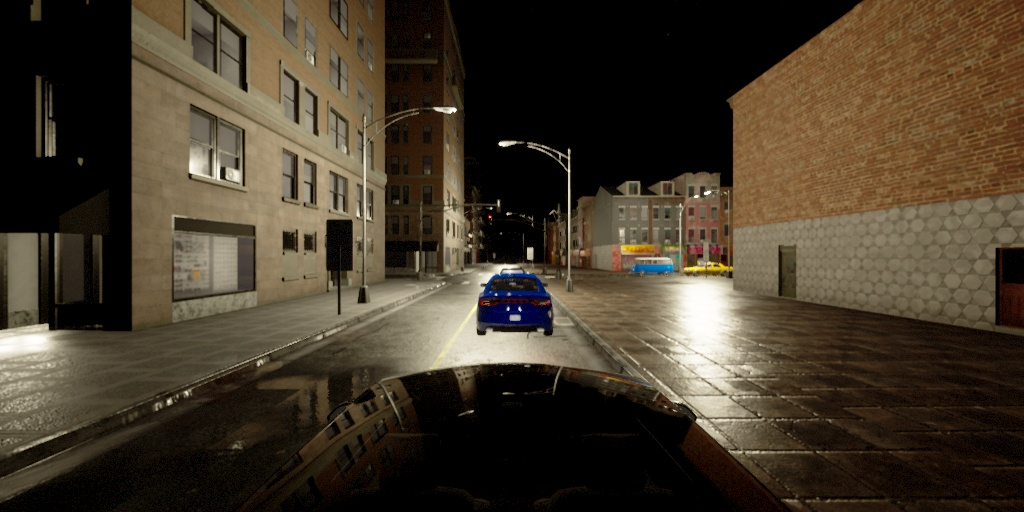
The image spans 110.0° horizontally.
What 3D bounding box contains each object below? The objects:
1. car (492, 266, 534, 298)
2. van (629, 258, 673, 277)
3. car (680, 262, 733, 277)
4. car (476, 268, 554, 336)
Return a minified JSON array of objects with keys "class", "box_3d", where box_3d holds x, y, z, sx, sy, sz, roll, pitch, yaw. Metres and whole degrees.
[{"class":"car","box_3d":[0.032,1.313,19.224,1.994,1.385,4.181,0,0,0]},{"class":"van","box_3d":[13.610,1.086,35.015,3.998,1.789,1.690,0,0,0]},{"class":"car","box_3d":[19.051,1.266,35.028,4.829,1.417,1.751,0,0,0]},{"class":"car","box_3d":[0.067,1.227,10.456,1.882,1.535,5.008,0,0,0]}]
